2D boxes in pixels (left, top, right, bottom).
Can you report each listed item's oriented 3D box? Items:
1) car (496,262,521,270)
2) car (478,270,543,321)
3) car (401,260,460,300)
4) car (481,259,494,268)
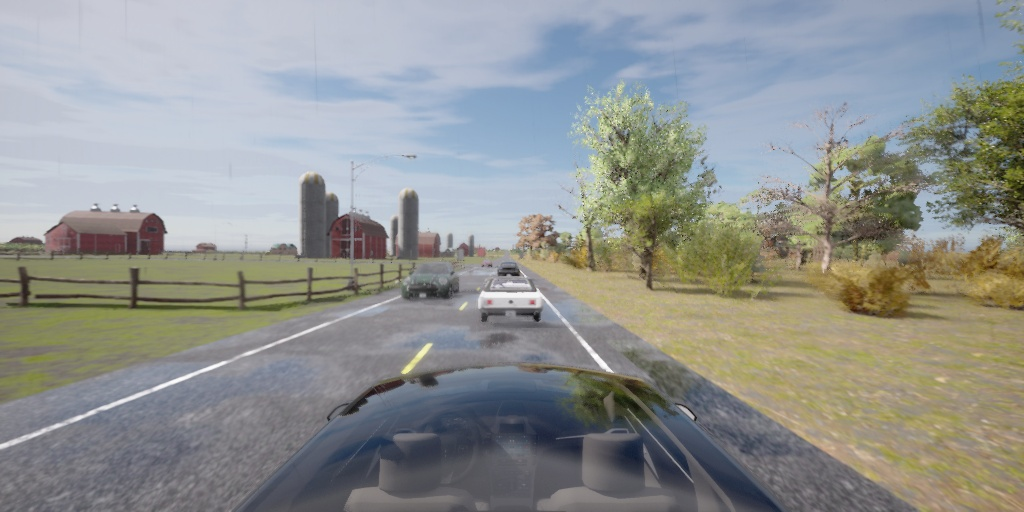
[{"bbox_3d":[-0.275,1.245,30.319,1.837,1.490,4.892,0,0,-1],"label":"car"},{"bbox_3d":[-0.053,1.348,12.429,1.895,1.301,4.718,0,0,-1],"label":"car"},{"bbox_3d":[-3.808,1.086,17.464,2.097,1.767,4.553,0,0,-1],"label":"car"},{"bbox_3d":[-4.245,1.281,61.734,1.812,1.442,4.674,0,0,-1],"label":"car"}]
